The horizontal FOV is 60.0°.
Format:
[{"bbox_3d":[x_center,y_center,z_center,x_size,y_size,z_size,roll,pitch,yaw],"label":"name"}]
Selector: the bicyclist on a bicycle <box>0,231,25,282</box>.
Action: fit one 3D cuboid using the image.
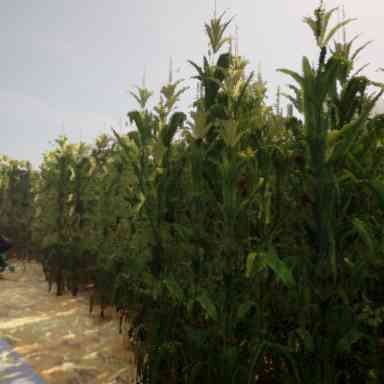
[{"bbox_3d":[-5.215,1.621,8.710,1.656,1.620,0.582,3,-3,-45],"label":"bicyclist on a bicycle"}]
